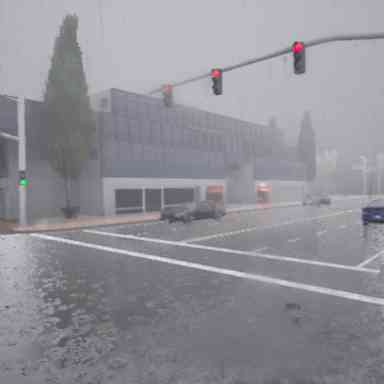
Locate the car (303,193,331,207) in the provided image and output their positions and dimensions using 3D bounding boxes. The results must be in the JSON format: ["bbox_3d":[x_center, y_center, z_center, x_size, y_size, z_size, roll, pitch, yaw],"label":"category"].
[{"bbox_3d":[14.443,0.934,38.354,2.128,1.511,4.902,0,1,43],"label":"car"}]

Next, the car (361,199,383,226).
[{"bbox_3d":[11.488,1.126,19.384,1.882,1.535,5.008,0,1,43],"label":"car"}]

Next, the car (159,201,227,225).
[{"bbox_3d":[0.230,1.347,22.816,2.033,1.411,5.357,0,1,42],"label":"car"}]
